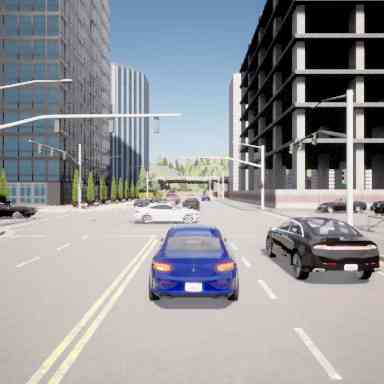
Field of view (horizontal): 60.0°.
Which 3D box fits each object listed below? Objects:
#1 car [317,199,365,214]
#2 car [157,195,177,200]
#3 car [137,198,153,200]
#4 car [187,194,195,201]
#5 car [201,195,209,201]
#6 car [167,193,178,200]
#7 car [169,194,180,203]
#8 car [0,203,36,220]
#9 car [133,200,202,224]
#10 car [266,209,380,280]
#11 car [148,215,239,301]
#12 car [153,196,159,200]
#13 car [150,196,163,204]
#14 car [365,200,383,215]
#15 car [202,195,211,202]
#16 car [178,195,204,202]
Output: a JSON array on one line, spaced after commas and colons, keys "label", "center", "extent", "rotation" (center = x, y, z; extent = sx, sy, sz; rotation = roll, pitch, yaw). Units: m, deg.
[{"label": "car", "center": [15.515, 1.434, 34.543], "extent": [4.902, 1.511, 2.128], "rotation": [0, 0, 0]}, {"label": "car", "center": [-3.695, 1.598, 50.263], "extent": [1.895, 1.301, 4.718], "rotation": [0, 0, 0]}, {"label": "car", "center": [-7.190, 1.561, 48.135], "extent": [1.994, 1.385, 4.181], "rotation": [0, 0, 0]}, {"label": "car", "center": [-0.171, 1.334, 86.866], "extent": [2.097, 1.767, 4.553], "rotation": [0, 0, 0]}, {"label": "car", "center": [3.329, 1.479, 86.902], "extent": [1.837, 1.490, 4.892], "rotation": [0, 0, 0]}, {"label": "car", "center": [-3.693, 1.218, 60.038], "extent": [2.150, 2.045, 5.566], "rotation": [0, 0, 0]}, {"label": "car", "center": [-3.638, 1.351, 70.027], "extent": [2.097, 1.767, 4.553], "rotation": [0, 0, 0]}, {"label": "car", "center": [-15.349, 1.544, 27.015], "extent": [4.718, 1.301, 1.895], "rotation": [0, 0, -3]}, {"label": "car", "center": [-1.819, 1.497, 23.620], "extent": [4.674, 1.442, 1.812], "rotation": [0, 0, -1]}, {"label": "car", "center": [3.560, 1.491, 9.949], "extent": [2.128, 1.511, 4.902], "rotation": [0, 0, -1]}, {"label": "car", "center": [0.044, 1.525, 8.226], "extent": [1.812, 1.442, 4.674], "rotation": [0, 0, 0]}, {"label": "car", "center": [-7.198, 1.598, 56.896], "extent": [1.895, 1.301, 4.718], "rotation": [0, 0, 0]}, {"label": "car", "center": [-7.151, 1.544, 67.525], "extent": [2.033, 1.411, 5.357], "rotation": [0, 0, 0]}, {"label": "car", "center": [19.762, 1.164, 31.054], "extent": [5.566, 2.045, 2.150], "rotation": [0, 0, 0]}, {"label": "car", "center": [3.347, 1.518, 77.827], "extent": [1.812, 1.442, 4.674], "rotation": [0, 0, 0]}, {"label": "car", "center": [-0.088, 1.490, 40.991], "extent": [2.128, 1.511, 4.902], "rotation": [0, 0, 5]}]
